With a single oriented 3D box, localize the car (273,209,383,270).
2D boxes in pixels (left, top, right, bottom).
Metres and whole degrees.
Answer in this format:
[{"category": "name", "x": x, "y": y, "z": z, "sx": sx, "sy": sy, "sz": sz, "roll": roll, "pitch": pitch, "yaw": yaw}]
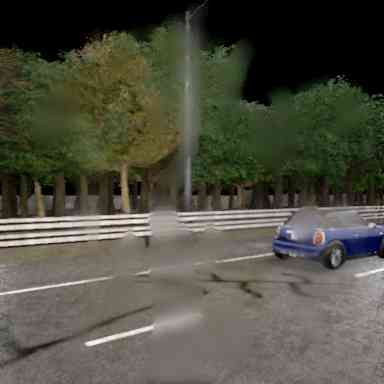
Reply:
[{"category": "car", "x": 4.949, "y": 1.396, "z": 11.354, "sx": 4.553, "sy": 1.767, "sz": 2.097, "roll": 0, "pitch": 0, "yaw": -33}]
